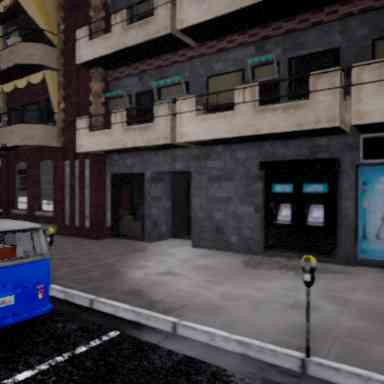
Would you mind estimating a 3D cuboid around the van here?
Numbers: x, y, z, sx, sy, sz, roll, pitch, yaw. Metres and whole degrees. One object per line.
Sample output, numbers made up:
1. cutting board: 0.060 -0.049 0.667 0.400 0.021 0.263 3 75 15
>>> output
1. van: -4.165 1.308 5.740 3.998 1.788 1.690 0 1 35
